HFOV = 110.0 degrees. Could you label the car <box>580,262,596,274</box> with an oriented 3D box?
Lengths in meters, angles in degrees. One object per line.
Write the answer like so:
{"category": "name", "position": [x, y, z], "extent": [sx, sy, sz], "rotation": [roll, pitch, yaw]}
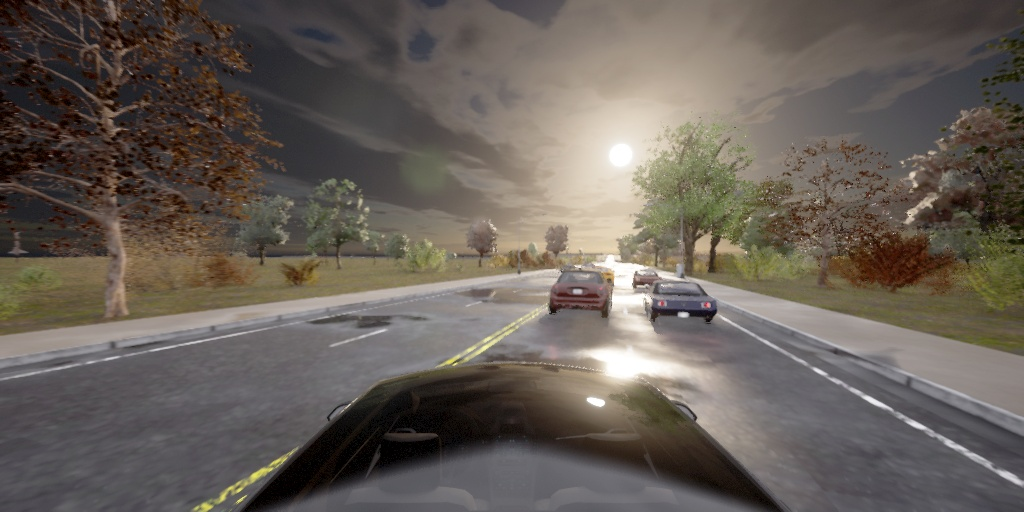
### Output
{"category": "car", "position": [12.126, 1.814, 57.192], "extent": [2.097, 1.767, 4.553], "rotation": [0, -1, 17]}

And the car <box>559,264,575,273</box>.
{"category": "car", "position": [8.977, 2.051, 58.002], "extent": [1.895, 1.301, 4.718], "rotation": [0, -1, 17]}

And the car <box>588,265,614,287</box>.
{"category": "car", "position": [7.557, 1.612, 30.037], "extent": [1.882, 1.535, 5.008], "rotation": [0, 0, 17]}

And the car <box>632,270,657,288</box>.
{"category": "car", "position": [10.133, 1.722, 27.351], "extent": [1.895, 1.301, 4.718], "rotation": [0, -1, 17]}

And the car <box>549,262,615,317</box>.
{"category": "car", "position": [2.882, 1.273, 14.392], "extent": [2.097, 1.767, 4.553], "rotation": [0, -1, 17]}

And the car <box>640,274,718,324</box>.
{"category": "car", "position": [5.848, 1.527, 12.985], "extent": [1.895, 1.301, 4.718], "rotation": [0, -1, 17]}
